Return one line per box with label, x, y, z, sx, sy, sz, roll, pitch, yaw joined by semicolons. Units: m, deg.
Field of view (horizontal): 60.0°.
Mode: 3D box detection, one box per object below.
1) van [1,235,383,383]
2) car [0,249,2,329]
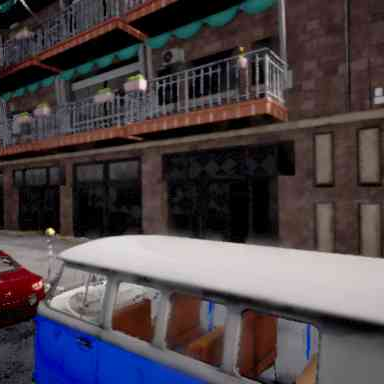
van;0.353;1.341;2.639;3.998;1.788;1.690;0;-1;36
car;-4.258;1.578;5.924;4.206;1.307;1.802;0;-1;36
